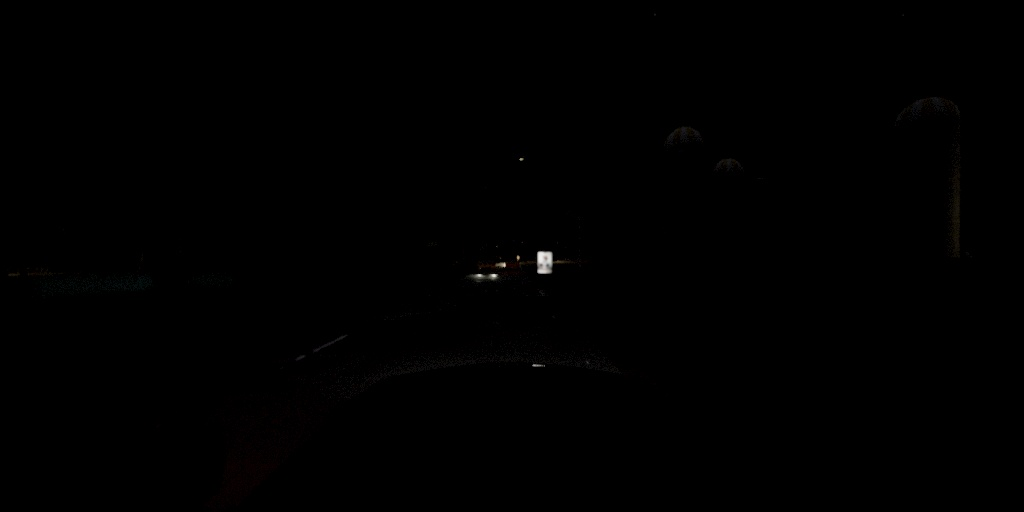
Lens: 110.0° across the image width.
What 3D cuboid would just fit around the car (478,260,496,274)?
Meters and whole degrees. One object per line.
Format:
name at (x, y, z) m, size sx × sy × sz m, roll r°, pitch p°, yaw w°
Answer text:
car at (-2.817, 1.239, 41.384) m, size 1.882 × 1.535 × 5.008 m, roll 0°, pitch 0°, yaw 0°

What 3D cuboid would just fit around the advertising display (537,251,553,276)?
advertising display at (3.143, 0.766, 34.565) m, size 1.540 × 2.440 × 0.280 m, roll 0°, pitch 0°, yaw 0°

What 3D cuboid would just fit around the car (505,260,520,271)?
car at (0.062, 1.265, 48.799) m, size 1.882 × 1.535 × 5.008 m, roll 0°, pitch 0°, yaw 0°

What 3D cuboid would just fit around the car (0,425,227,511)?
car at (-2.851, 1.356, 0.140) m, size 1.895 × 1.301 × 4.718 m, roll 0°, pitch 0°, yaw 0°
